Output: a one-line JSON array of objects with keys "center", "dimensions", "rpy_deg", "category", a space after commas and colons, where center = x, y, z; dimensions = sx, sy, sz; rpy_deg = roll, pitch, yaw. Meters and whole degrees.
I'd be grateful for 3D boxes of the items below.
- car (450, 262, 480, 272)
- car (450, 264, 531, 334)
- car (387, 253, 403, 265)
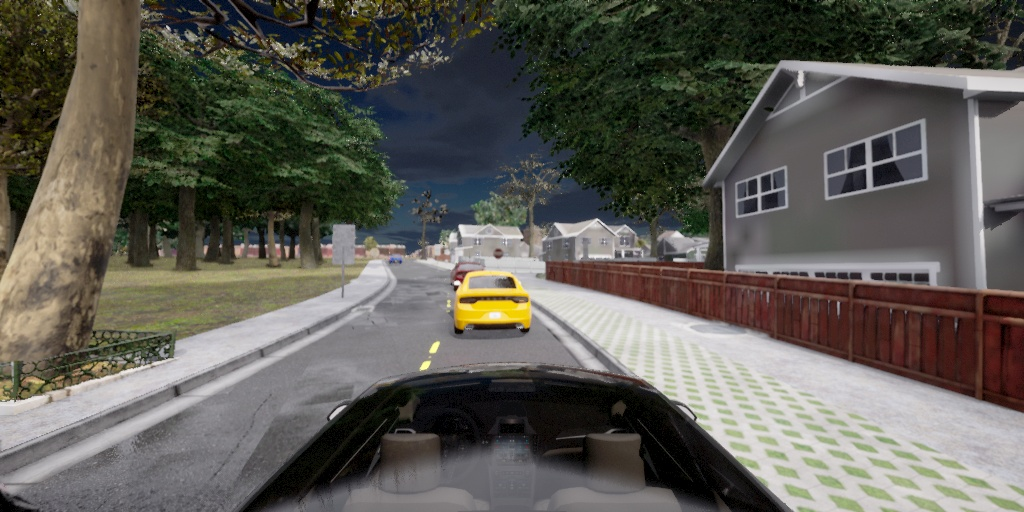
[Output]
[{"center": [-2.522, 1.079, 20.779], "dimensions": [1.882, 1.535, 5.008], "rpy_deg": [0, 0, -13], "category": "car"}, {"center": [-0.672, 1.166, 10.511], "dimensions": [1.882, 1.535, 5.008], "rpy_deg": [0, 0, -7], "category": "car"}, {"center": [-18.137, 0.519, 55.899], "dimensions": [1.882, 1.535, 5.008], "rpy_deg": [1, 0, -20], "category": "car"}]
